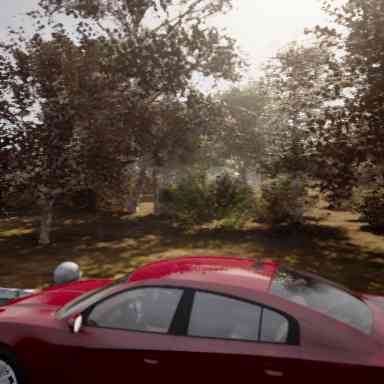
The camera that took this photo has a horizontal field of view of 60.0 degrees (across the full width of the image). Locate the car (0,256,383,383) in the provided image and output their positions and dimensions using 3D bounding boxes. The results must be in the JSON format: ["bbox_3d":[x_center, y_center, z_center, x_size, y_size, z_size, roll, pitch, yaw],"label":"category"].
[{"bbox_3d":[-0.101,1.487,3.641,5.008,1.535,1.882,-1,0,19],"label":"car"}]
